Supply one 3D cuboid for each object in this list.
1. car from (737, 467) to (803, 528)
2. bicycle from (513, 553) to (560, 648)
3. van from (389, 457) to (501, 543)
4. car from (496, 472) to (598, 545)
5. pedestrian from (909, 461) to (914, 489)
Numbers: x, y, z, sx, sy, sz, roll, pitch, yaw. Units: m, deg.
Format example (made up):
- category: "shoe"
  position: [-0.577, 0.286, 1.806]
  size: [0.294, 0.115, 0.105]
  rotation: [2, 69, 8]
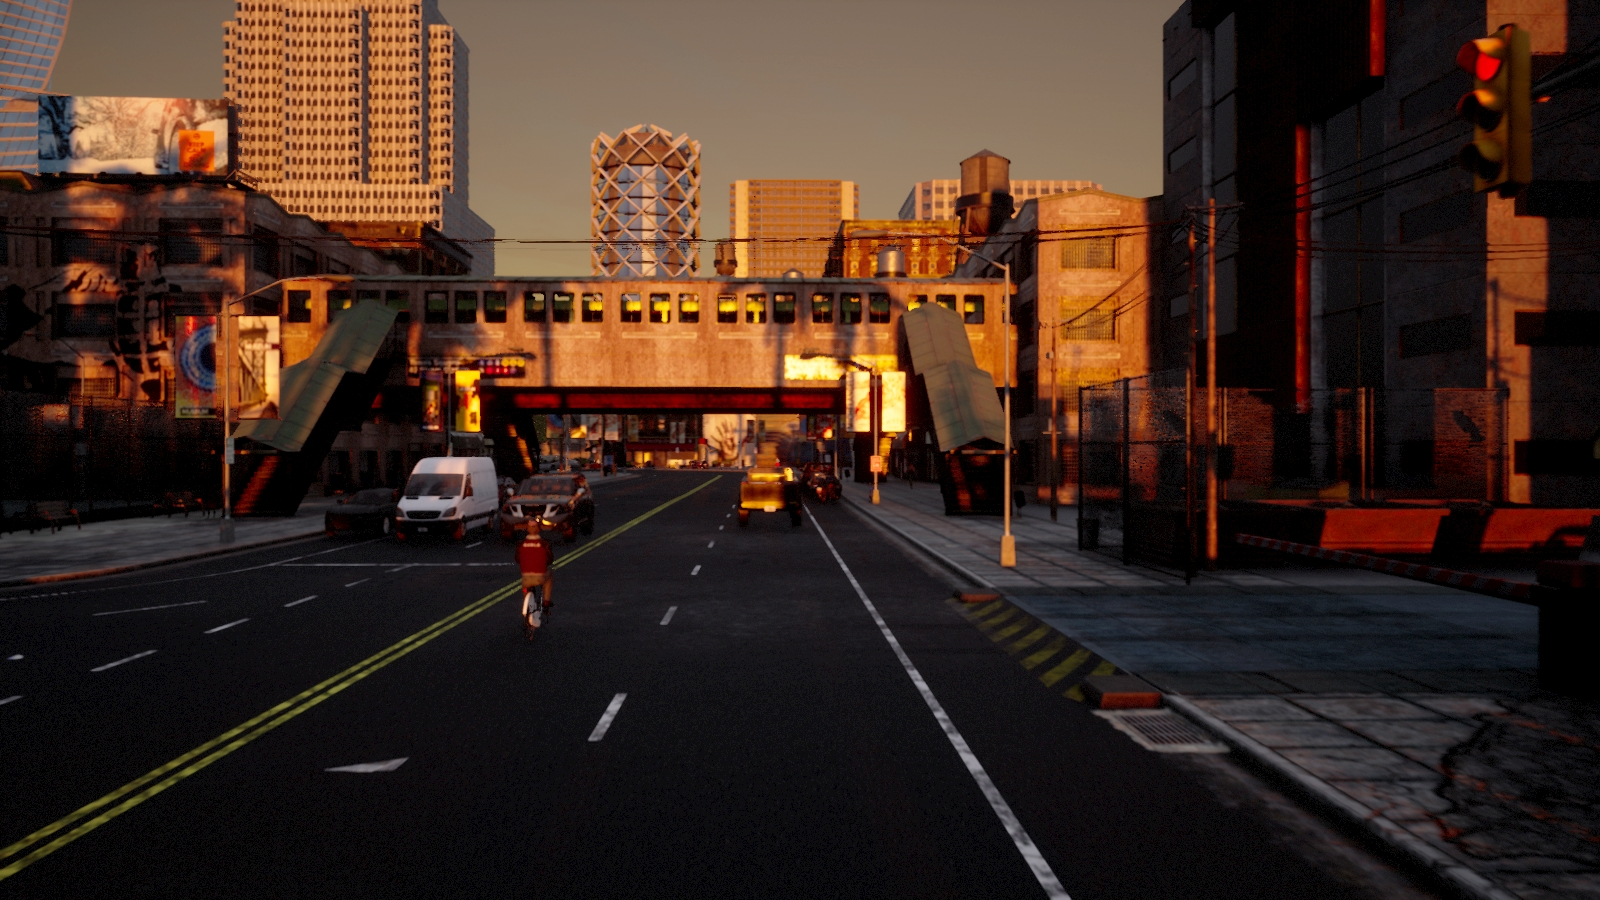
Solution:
- category: "car"
  position: [-1.166, 1.749, 44.253]
  size: [2.390, 2.098, 6.274]
  rotation: [0, 0, -2]
- category: "bicycle"
  position: [-3.908, 2.208, 17.042]
  size: [0.329, 1.171, 1.835]
  rotation: [0, 0, -2]
- category: "van"
  position: [-11.475, 1.531, 37.404]
  size: [1.988, 2.561, 5.915]
  rotation: [0, 0, -2]
- category: "car"
  position: [-7.947, 1.776, 36.499]
  size: [2.150, 2.045, 5.566]
  rotation: [0, 0, -1]
- category: "pedestrian"
  position: [7.419, 1.688, 76.005]
  size: [0.375, 1.860, 0.375]
  rotation: [0, 0, 5]
